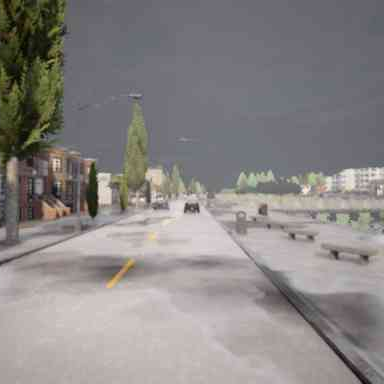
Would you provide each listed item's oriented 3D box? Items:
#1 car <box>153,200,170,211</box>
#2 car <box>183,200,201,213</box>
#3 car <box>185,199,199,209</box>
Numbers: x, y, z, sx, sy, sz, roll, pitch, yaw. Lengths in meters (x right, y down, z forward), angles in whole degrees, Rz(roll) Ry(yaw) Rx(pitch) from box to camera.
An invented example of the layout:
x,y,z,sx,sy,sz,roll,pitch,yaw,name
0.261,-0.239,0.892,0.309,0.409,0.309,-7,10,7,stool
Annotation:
x,y,z,sx,sy,sz,roll,pitch,yaw,name
-4.051,1.806,44.509,1.994,1.385,4.181,0,0,0,car
0.001,1.693,39.732,1.882,1.535,5.008,0,0,0,car
0.010,1.839,50.748,1.994,1.385,4.181,0,0,0,car
